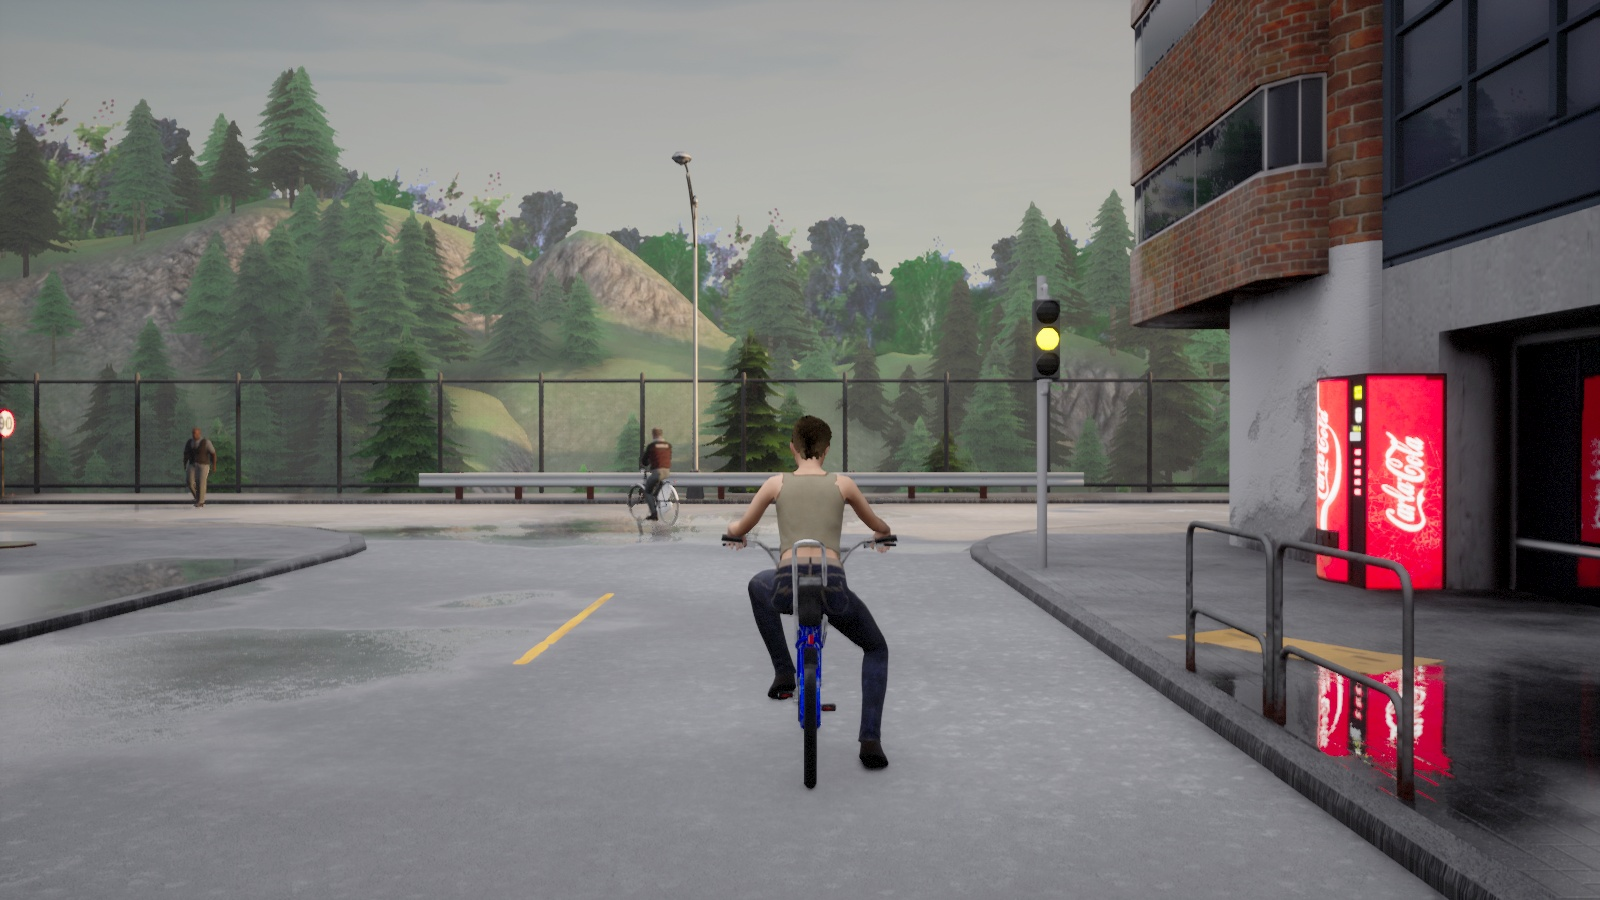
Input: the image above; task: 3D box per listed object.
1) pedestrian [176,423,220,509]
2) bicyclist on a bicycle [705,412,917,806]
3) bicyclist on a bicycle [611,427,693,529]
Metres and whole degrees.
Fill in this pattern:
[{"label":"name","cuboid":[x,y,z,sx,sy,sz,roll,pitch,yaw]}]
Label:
[{"label":"pedestrian","cuboid":[-13.441,0.348,28.043,0.563,1.883,0.849,0,0,0]},{"label":"bicyclist on a bicycle","cuboid":[0.045,0.647,5.896,0.866,1.612,1.509,0,0,0]},{"label":"bicyclist on a bicycle","cuboid":[-2.703,0.476,22.799,0.659,1.776,1.843,-2,1,-34]}]
